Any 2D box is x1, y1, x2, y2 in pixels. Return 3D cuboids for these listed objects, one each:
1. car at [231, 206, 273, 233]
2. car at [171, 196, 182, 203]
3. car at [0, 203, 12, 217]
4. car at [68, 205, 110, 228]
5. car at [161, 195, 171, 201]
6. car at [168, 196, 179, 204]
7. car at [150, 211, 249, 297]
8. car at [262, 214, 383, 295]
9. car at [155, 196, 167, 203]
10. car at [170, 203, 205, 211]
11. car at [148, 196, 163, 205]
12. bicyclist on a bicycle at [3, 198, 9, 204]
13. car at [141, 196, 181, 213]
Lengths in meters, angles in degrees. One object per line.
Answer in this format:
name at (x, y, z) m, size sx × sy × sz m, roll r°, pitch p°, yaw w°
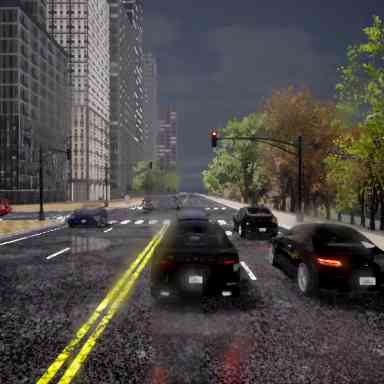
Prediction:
car at (3.290, 1.502, 17.862) m, size 1.837 × 1.490 × 4.892 m, roll 0°, pitch 0°, yaw 0°
car at (-3.392, 1.530, 73.415) m, size 2.033 × 1.411 × 5.357 m, roll 0°, pitch 0°, yaw 0°
car at (-21.145, 1.537, 33.297) m, size 5.566 × 2.045 × 2.150 m, roll -1°, pitch 1°, yaw 0°
car at (-6.686, 1.560, 22.032) m, size 1.994 × 1.385 × 4.181 m, roll 0°, pitch 0°, yaw -5°
car at (-6.665, 1.520, 85.781) m, size 2.033 × 1.411 × 5.357 m, roll 0°, pitch 0°, yaw 0°
car at (-3.434, 1.495, 62.744) m, size 1.837 × 1.490 × 4.892 m, roll 0°, pitch 0°, yaw 0°
car at (0.074, 1.476, 8.645) m, size 1.882 × 1.535 × 5.008 m, roll 0°, pitch 0°, yaw 0°
car at (3.315, 1.524, 8.605) m, size 1.812 × 1.442 × 4.674 m, roll 0°, pitch 0°, yaw 0°
car at (-6.638, 1.530, 71.496) m, size 2.033 × 1.411 × 5.357 m, roll 0°, pitch 0°, yaw 0°
car at (0.036, 1.545, 18.454) m, size 2.033 × 1.411 × 5.357 m, roll 0°, pitch 0°, yaw 0°
car at (-6.687, 1.482, 61.011) m, size 2.128 × 1.511 × 4.902 m, roll 0°, pitch 0°, yaw 0°
bicyclist on a bicycle at (-24.735, 1.578, 44.161) m, size 0.582 × 1.620 × 1.656 m, roll -1°, pitch 1°, yaw 0°
car at (-3.081, 1.562, 37.918) m, size 2.033 × 1.411 × 5.357 m, roll 0°, pitch 1°, yaw 44°
